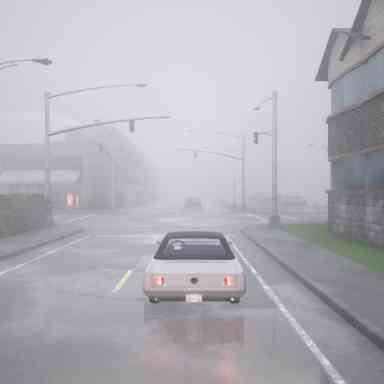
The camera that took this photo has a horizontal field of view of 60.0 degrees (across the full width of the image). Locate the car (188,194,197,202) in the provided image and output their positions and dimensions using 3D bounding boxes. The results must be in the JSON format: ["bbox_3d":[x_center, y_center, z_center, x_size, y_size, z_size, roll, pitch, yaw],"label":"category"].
[{"bbox_3d":[0.029,1.355,77.760,2.097,1.767,4.553,0,0,0],"label":"car"}]

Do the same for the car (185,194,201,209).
[{"bbox_3d":[0.105,1.352,44.812,2.097,1.767,4.553,0,0,0],"label":"car"}]

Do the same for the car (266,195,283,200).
[{"bbox_3d":[21.339,1.400,85.821,3.806,1.475,1.970,0,0,0],"label":"car"}]

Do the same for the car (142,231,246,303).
[{"bbox_3d":[0.061,1.601,8.134,1.895,1.301,4.718,0,0,1],"label":"car"}]

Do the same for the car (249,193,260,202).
[{"bbox_3d":[14.189,1.092,67.314,3.866,1.878,1.905,0,0,0],"label":"car"}]

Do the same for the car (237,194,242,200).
[{"bbox_3d":[13.920,1.389,88.803,3.633,1.501,1.845,0,0,0],"label":"car"}]

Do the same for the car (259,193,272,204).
[{"bbox_3d":[14.186,1.169,54.519,5.027,1.636,2.152,0,0,0],"label":"car"}]

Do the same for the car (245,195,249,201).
[{"bbox_3d":[13.777,1.113,70.219,4.605,1.855,1.932,0,0,0],"label":"car"}]

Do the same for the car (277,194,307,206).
[{"bbox_3d":[14.507,1.248,48.102,3.806,1.475,1.970,0,0,0],"label":"car"}]
